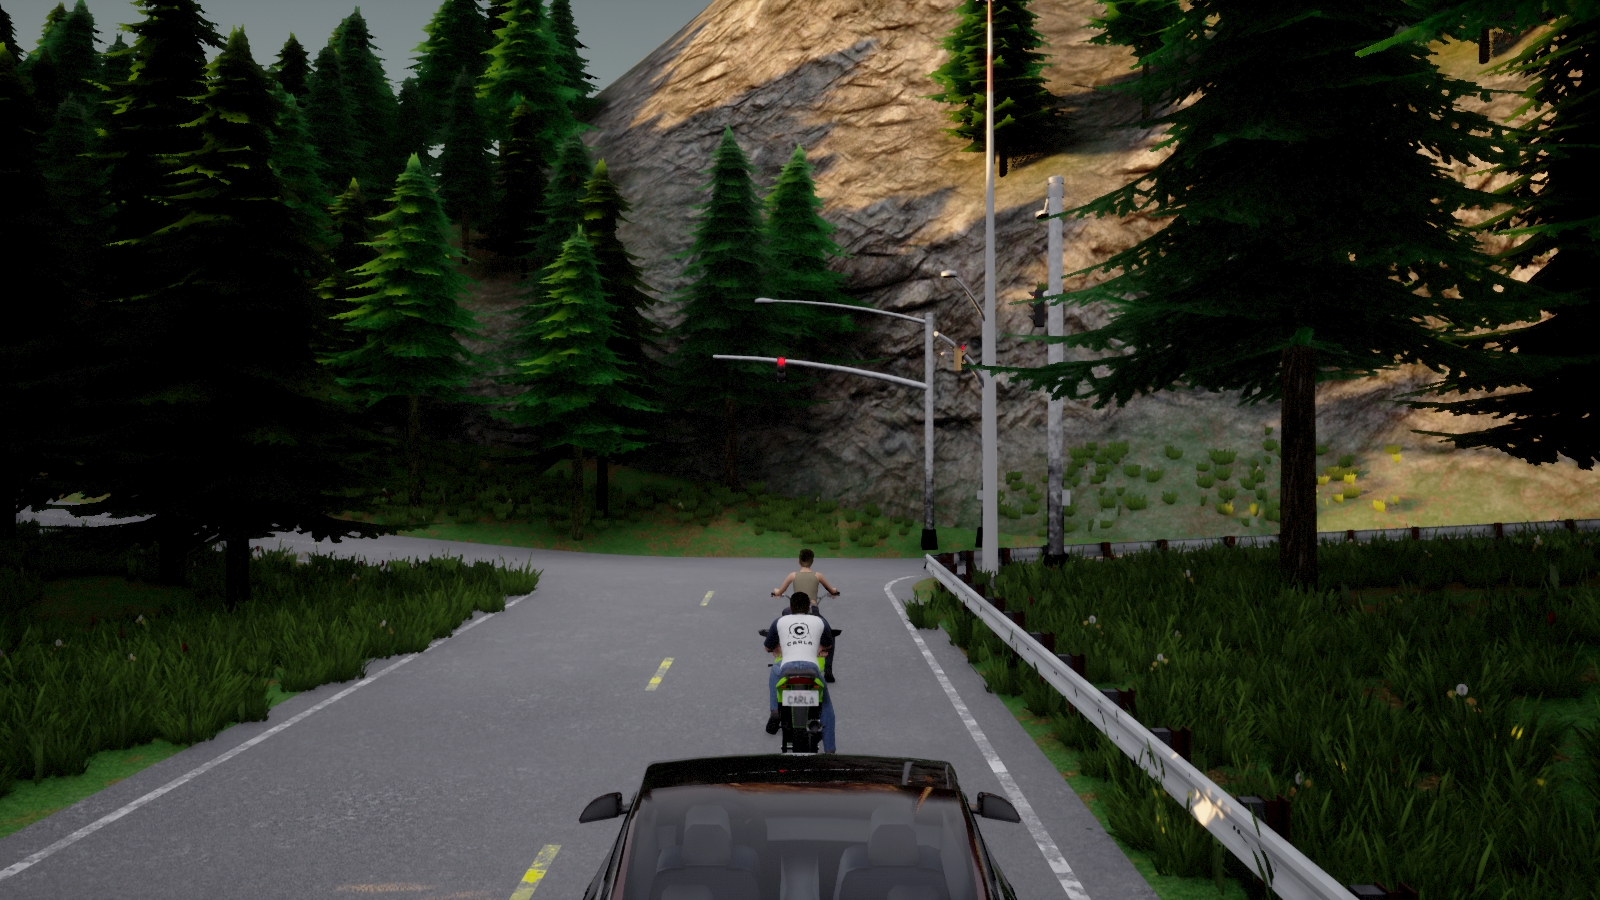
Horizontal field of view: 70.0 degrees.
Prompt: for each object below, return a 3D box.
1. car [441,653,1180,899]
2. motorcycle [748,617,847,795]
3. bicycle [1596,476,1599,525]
[{"bbox_3d":[0.029,2.063,5.012,2.163,1.488,4.792,0,0,0],"label":"car"},{"bbox_3d":[-0.020,2.213,10.238,0.803,1.145,2.033,0,0,0],"label":"motorcycle"},{"bbox_3d":[21.725,1.355,29.474,1.835,1.471,0.329,-5,-2,26],"label":"bicycle"}]
